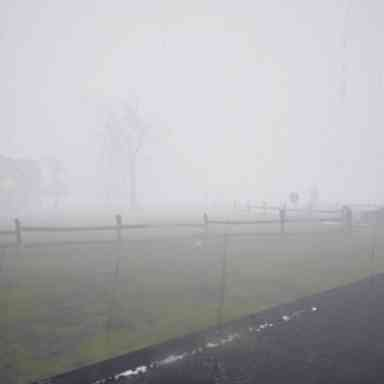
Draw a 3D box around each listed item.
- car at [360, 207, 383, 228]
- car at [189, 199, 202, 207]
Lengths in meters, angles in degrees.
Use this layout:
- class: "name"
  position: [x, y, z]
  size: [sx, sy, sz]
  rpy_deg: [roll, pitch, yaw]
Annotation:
- class: "car"
  position: [12.641, 1.543, 19.851]
  size: [2.033, 1.411, 5.357]
  rpy_deg: [0, -1, -15]
- class: "car"
  position: [0.539, 2.168, 66.230]
  size: [1.812, 1.442, 4.674]
  rpy_deg: [0, -1, -15]
